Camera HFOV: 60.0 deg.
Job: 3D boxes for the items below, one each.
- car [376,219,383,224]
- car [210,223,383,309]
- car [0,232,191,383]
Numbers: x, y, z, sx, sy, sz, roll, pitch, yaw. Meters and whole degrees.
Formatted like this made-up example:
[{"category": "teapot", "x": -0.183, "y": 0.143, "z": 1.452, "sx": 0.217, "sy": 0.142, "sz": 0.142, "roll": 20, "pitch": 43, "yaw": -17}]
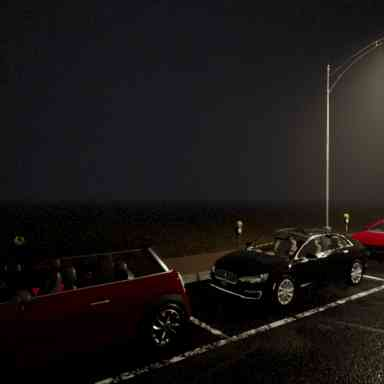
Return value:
[{"category": "car", "x": 6.920, "y": 1.548, "z": 11.023, "sx": 4.507, "sy": 1.381, "sz": 1.887, "roll": 0, "pitch": 1, "yaw": -35}, {"category": "car", "x": 2.412, "y": 1.552, "z": 7.808, "sx": 4.403, "sy": 1.369, "sz": 2.008, "roll": 0, "pitch": 1, "yaw": -35}, {"category": "car", "x": -2.094, "y": 1.440, "z": 4.593, "sx": 4.097, "sy": 1.590, "sz": 1.967, "roll": 0, "pitch": 1, "yaw": -35}]
